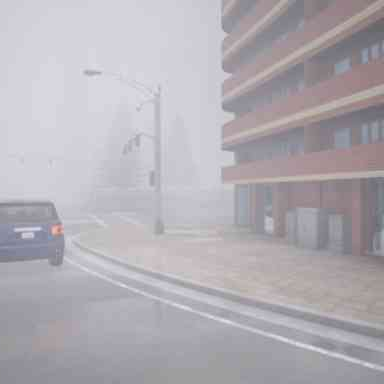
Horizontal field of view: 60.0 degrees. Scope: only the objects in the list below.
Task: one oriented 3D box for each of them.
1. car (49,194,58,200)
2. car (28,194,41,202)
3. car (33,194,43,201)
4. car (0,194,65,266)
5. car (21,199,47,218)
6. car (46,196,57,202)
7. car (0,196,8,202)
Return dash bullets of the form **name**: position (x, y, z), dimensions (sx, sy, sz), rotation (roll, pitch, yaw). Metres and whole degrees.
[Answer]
- **car**: position (-35.286, 1.362, 84.643), dimensions (2.033, 1.411, 5.357), rotation (0, 0, -21)
- **car**: position (-34.887, 1.339, 73.770), dimensions (2.097, 1.767, 4.553), rotation (0, 0, -21)
- **car**: position (-38.556, 1.320, 83.397), dimensions (1.837, 1.490, 4.892), rotation (0, 0, -21)
- **car**: position (-5.782, 1.221, 10.941), dimensions (2.150, 2.045, 5.566), rotation (0, 0, -34)
- **car**: position (-15.054, 1.523, 31.866), dimensions (1.882, 1.535, 5.008), rotation (0, 0, -21)
- **car**: position (-31.627, 1.525, 75.045), dimensions (2.033, 1.411, 5.357), rotation (0, 0, -21)
- **car**: position (-42.723, 1.527, 74.674), dimensions (1.994, 1.385, 4.181), rotation (0, 0, -21)
